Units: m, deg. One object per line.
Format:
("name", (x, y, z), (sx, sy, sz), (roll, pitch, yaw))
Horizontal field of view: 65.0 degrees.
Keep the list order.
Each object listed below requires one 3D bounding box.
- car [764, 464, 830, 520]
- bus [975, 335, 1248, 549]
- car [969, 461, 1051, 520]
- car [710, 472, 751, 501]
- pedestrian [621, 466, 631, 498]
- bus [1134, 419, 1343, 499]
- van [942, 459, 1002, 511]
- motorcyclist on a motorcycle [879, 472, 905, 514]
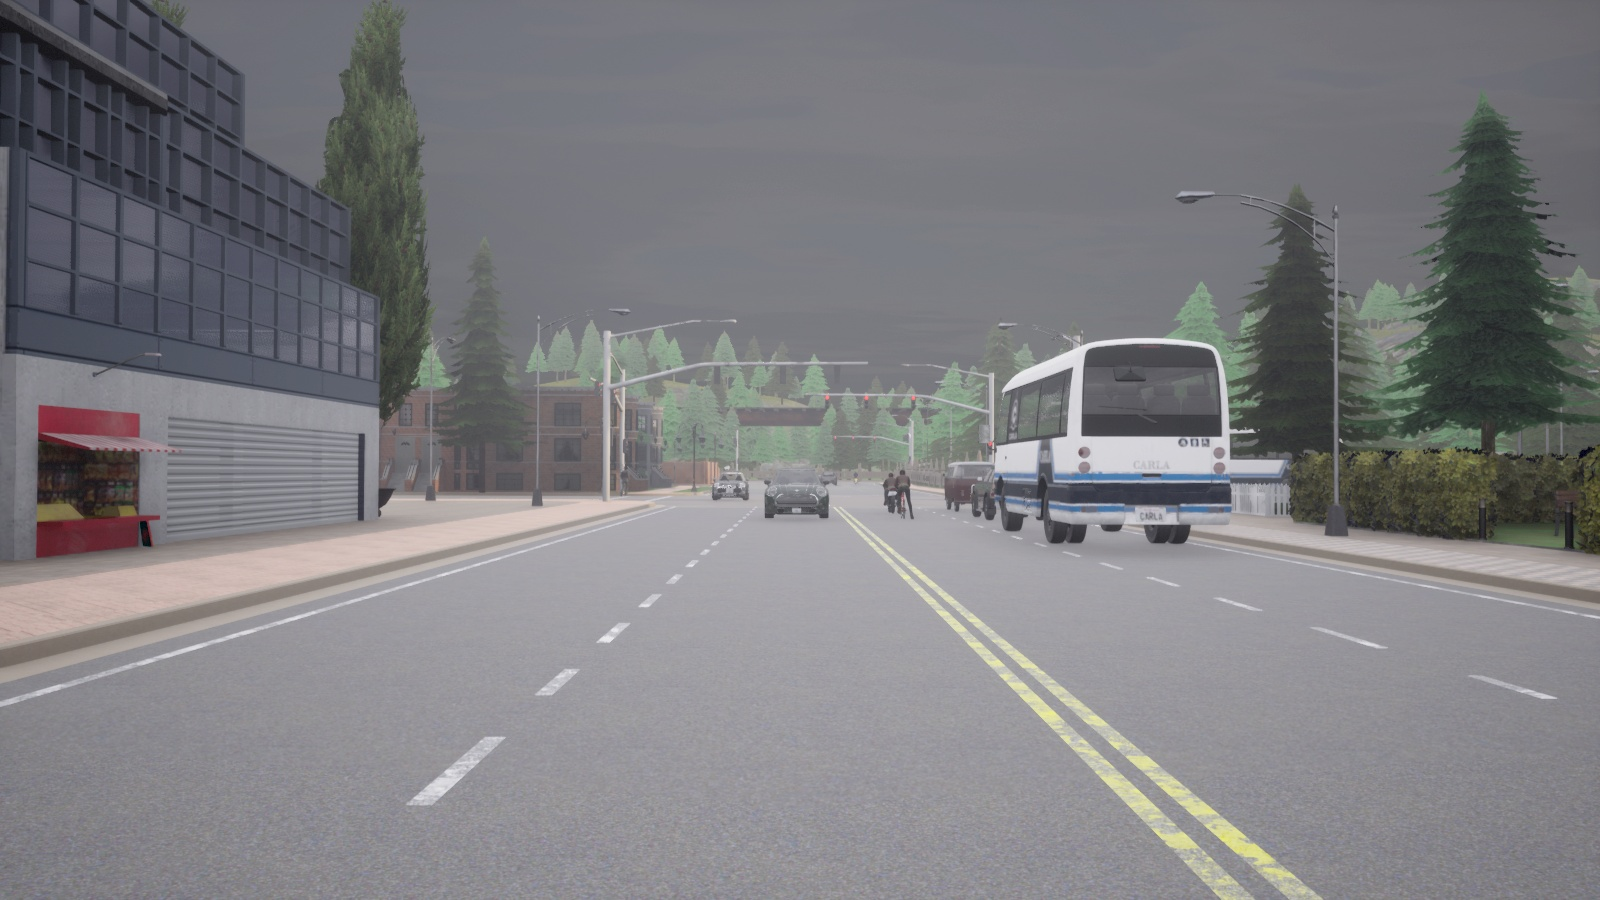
("car", (-0.097, 1.380, 42.074), (2.097, 1.767, 4.553), (0, -1, 0))
("bus", (6.925, -0.083, 30.178), (3.944, 4.253, 10.273), (0, -1, 0))
("car", (6.904, 1.304, 41.671), (1.932, 1.855, 4.605), (0, -1, 0))
("car", (-3.653, 1.918, 66.905), (1.970, 1.475, 3.806), (0, -1, 0))
("pedestrian", (-10.438, 1.915, 75.359), (0.402, 1.930, 0.666), (0, -1, 11))
("bus", (24.327, 0.519, 70.172), (10.273, 4.253, 3.944), (0, -1, 0))
("van", (6.883, 1.389, 50.564), (1.775, 1.987, 4.442), (0, -1, 0))
("motorcyclist on a motorcycle", (3.394, 1.565, 46.551), (0.797, 1.523, 2.044), (0, -1, 0))
